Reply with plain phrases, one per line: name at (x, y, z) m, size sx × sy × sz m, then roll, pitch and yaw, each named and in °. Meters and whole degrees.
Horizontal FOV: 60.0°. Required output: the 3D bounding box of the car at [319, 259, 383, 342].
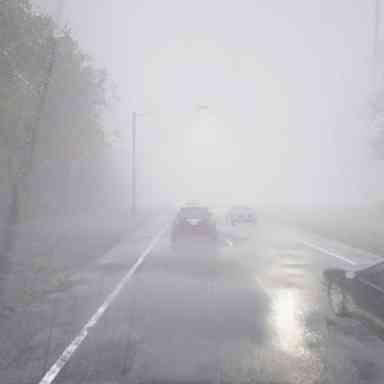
car at (3.518, 1.574, 4.442) m, size 2.033 × 1.411 × 5.357 m, roll 0°, pitch 0°, yaw 1°

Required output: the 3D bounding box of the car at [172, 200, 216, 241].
car at (0.098, 1.453, 17.390) m, size 2.097 × 1.767 × 4.553 m, roll 0°, pitch 0°, yaw 0°

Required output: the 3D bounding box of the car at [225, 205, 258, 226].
car at (3.583, 1.690, 24.769) m, size 2.033 × 1.411 × 5.357 m, roll 0°, pitch 0°, yaw 0°

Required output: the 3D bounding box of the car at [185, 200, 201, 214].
car at (0.095, 1.730, 40.684) m, size 1.837 × 1.490 × 4.892 m, roll 0°, pitch 0°, yaw 0°
